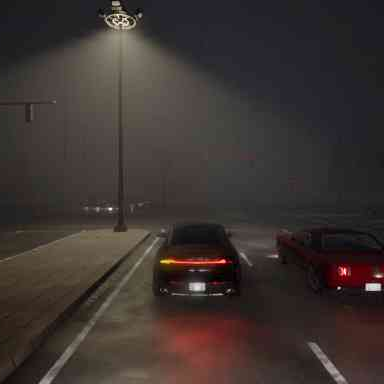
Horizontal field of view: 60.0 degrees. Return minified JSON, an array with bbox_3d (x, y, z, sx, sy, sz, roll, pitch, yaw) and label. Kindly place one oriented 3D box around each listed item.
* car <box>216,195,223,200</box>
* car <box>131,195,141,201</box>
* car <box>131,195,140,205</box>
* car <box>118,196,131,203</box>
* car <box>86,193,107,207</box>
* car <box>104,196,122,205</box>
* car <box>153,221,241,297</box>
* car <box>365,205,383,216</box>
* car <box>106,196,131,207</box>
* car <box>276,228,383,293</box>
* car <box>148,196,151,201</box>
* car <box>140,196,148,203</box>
[{"bbox_3d":[7.842,1.552,94.721,1.994,1.385,4.181,0,0,2],"label":"car"},{"bbox_3d":[-14.412,1.495,86.077,1.812,1.442,4.674,0,0,1],"label":"car"},{"bbox_3d":[-11.196,1.505,60.388,1.837,1.490,4.892,0,0,1],"label":"car"},{"bbox_3d":[-14.552,1.552,72.123,1.994,1.385,4.181,0,0,0],"label":"car"},{"bbox_3d":[-14.769,1.221,51.928,2.150,2.045,5.566,0,0,0],"label":"car"},{"bbox_3d":[-14.663,1.547,62.177,2.033,1.411,5.357,0,0,1],"label":"car"},{"bbox_3d":[0.125,1.505,8.575,1.837,1.490,4.892,0,0,1],"label":"car"},{"bbox_3d":[19.298,1.601,31.937,4.718,1.301,1.895,0,0,1],"label":"car"},{"bbox_3d":[-11.276,1.601,51.378,1.895,1.301,4.718,0,0,0],"label":"car"},{"bbox_3d":[3.628,1.601,8.820,1.895,1.301,4.718,0,0,1],"label":"car"},{"bbox_3d":[-11.003,1.551,79.213,1.994,1.385,4.181,0,0,0],"label":"car"},{"bbox_3d":[-11.069,1.595,69.362,1.895,1.301,4.718,0,0,0],"label":"car"}]
